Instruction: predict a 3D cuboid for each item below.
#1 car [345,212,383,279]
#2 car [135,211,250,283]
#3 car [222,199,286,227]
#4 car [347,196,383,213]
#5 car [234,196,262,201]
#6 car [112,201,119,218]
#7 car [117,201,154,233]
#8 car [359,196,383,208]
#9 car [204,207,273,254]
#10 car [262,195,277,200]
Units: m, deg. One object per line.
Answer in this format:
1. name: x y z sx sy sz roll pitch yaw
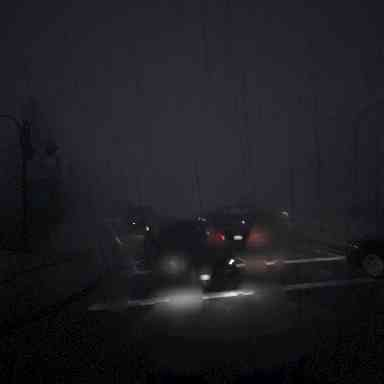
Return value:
1. car: 6.532 1.475 8.247 5.008 1.535 1.882 0 0 39
2. car: -0.370 1.543 10.116 2.033 1.411 5.357 0 0 -15
3. car: 2.846 1.467 19.897 5.357 1.411 2.033 -3 1 -15
4. car: 15.588 1.356 29.211 1.970 1.475 3.806 0 0 -17
5. car: 7.347 1.287 46.166 2.007 1.523 4.514 0 0 -17
6. car: -6.269 1.515 30.101 2.033 1.411 5.357 0 0 -17
7. car: -3.106 1.529 19.950 2.033 1.411 5.357 0 0 -17
8. car: 23.893 1.273 43.200 1.845 1.501 3.633 0 0 -17
9. car: 1.349 1.538 13.396 2.033 1.411 5.357 0 0 -4
10. car: 10.335 1.277 47.123 2.152 1.636 5.027 0 0 -17
